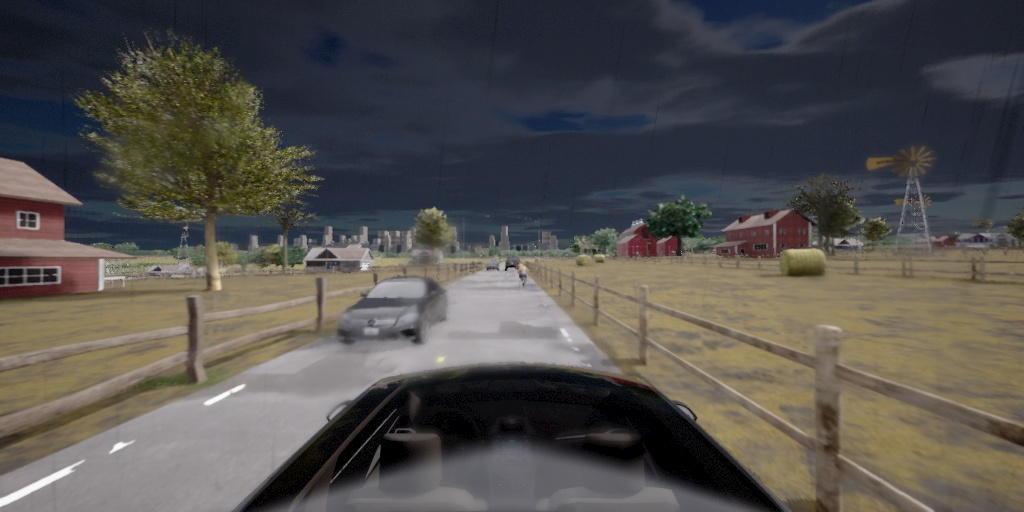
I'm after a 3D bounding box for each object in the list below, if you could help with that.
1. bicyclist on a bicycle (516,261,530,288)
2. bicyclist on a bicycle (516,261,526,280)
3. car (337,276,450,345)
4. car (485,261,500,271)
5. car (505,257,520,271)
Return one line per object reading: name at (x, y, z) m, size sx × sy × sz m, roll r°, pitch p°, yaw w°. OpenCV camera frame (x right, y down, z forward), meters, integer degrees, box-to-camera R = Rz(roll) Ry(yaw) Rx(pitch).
bicyclist on a bicycle at (0.760, 1.240, 23.353) m, size 0.866 × 1.612 × 1.509 m, roll 0°, pitch 2°, yaw 0°
bicyclist on a bicycle at (0.759, 1.278, 31.927) m, size 0.866 × 1.612 × 1.509 m, roll 0°, pitch -1°, yaw 0°
car at (-2.853, 1.284, 9.618) m, size 1.812 × 1.442 × 4.674 m, roll 0°, pitch 0°, yaw 0°
car at (-2.827, 1.452, 52.901) m, size 1.837 × 1.490 × 4.892 m, roll 0°, pitch 0°, yaw 0°
car at (0.037, 1.186, 55.117) m, size 2.150 × 2.045 × 5.566 m, roll 0°, pitch 0°, yaw 0°
